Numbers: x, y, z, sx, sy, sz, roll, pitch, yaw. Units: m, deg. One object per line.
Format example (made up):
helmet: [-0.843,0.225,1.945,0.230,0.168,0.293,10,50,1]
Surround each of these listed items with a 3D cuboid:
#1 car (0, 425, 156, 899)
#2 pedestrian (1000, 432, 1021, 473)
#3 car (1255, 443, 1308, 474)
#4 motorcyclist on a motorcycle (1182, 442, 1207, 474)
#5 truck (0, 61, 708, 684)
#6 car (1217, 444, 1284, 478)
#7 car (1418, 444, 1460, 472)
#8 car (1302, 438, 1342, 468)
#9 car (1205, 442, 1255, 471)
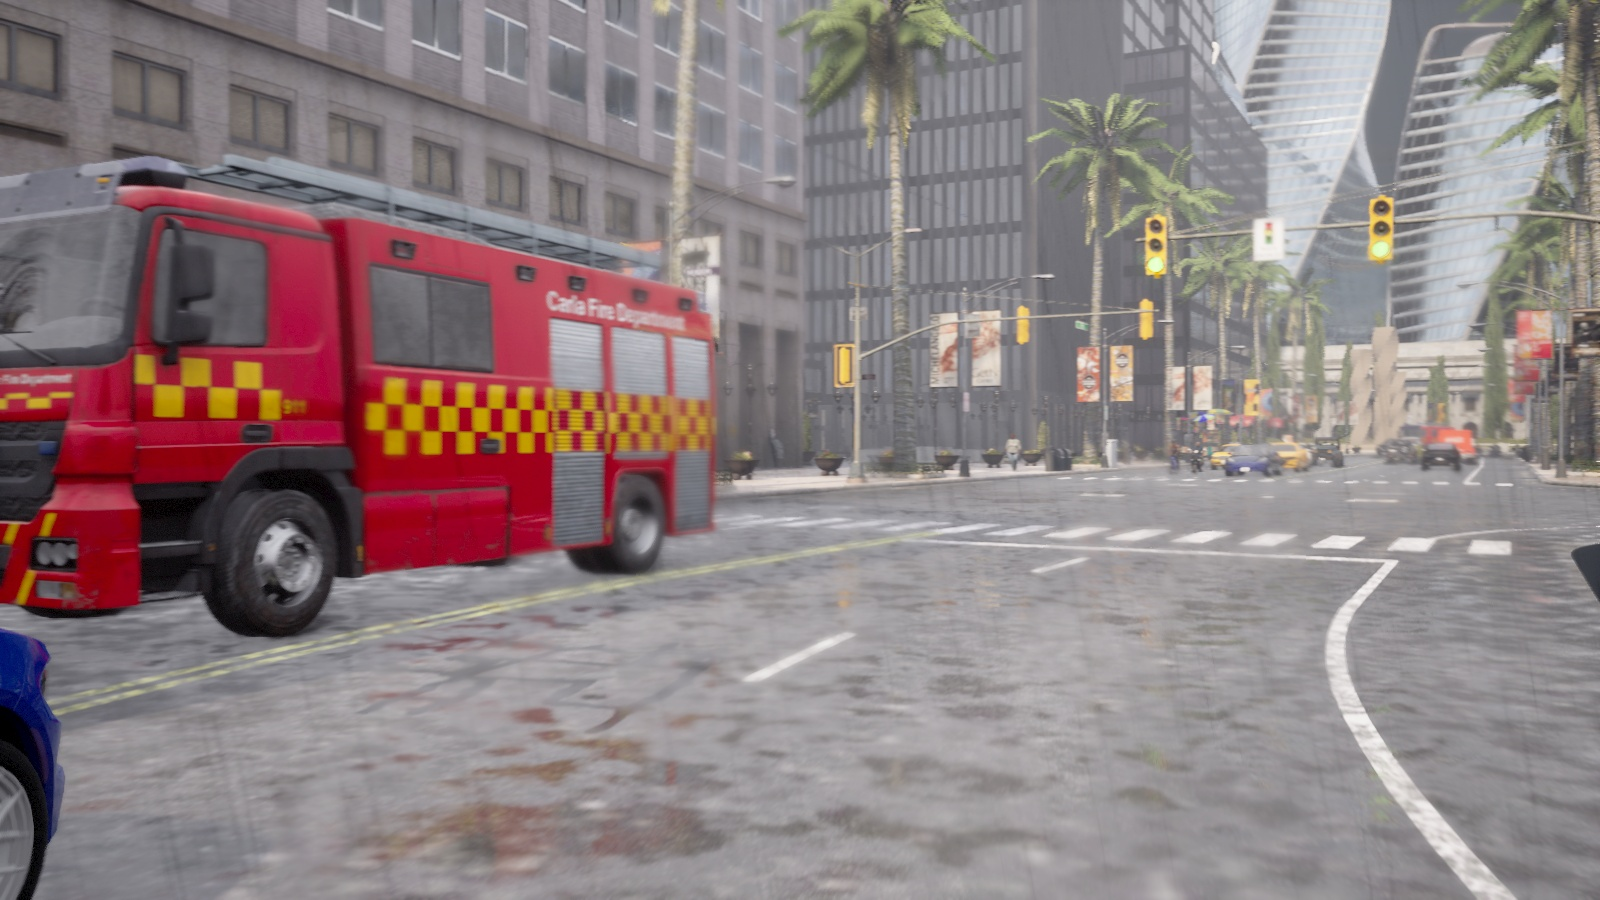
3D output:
car: [-3.329,0.706,1.875,1.882,1.535,5.008,0,0,4]
pedestrian: [9.701,0.097,57.885,0.874,1.855,0.900,0,0,14]
car: [25.311,0.409,65.889,1.882,1.535,5.008,0,0,29]
motorcyclist on a motorcycle: [19.943,0.386,63.443,0.866,1.590,1.817,0,0,29]
truck: [-4.244,-0.497,12.161,2.891,3.827,8.468,0,0,25]
car: [20.726,0.467,57.653,2.163,1.488,4.792,0,0,29]
car: [35.826,0.408,70.382,1.882,1.535,5.008,0,0,29]
car: [33.460,0.162,80.481,1.905,1.878,3.866,0,1,29]
car: [24.702,0.334,71.990,1.801,1.575,5.366,0,0,29]
